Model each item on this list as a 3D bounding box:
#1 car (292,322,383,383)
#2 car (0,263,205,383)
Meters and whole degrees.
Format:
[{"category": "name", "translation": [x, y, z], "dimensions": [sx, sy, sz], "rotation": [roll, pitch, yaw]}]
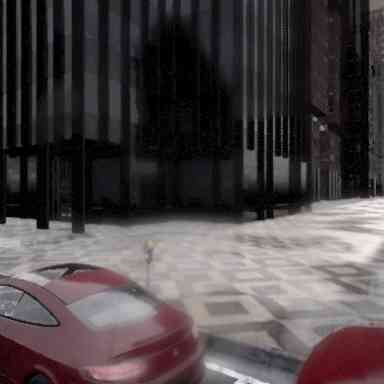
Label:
[{"category": "car", "translation": [2.757, 1.307, 0.996], "dimensions": [5.009, 1.841, 2.192], "rotation": [0, 0, 35]}, {"category": "car", "translation": [-1.805, 1.599, 4.245], "dimensions": [4.206, 1.307, 1.802], "rotation": [0, 0, 35]}]
